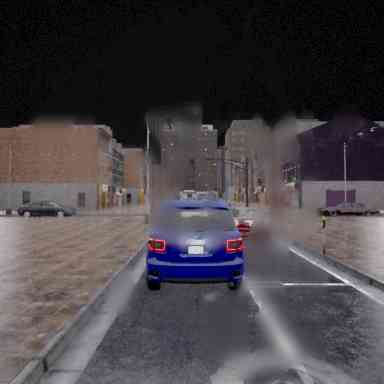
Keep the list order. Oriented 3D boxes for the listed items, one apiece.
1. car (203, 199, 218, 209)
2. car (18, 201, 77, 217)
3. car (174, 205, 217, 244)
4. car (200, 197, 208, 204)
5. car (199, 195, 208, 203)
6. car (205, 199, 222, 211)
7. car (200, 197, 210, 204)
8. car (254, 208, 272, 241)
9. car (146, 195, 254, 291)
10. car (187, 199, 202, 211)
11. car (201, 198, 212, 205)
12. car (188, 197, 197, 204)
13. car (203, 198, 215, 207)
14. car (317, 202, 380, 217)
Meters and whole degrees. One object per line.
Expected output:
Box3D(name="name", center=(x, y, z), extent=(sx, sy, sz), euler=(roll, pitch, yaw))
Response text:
Box3D(name="car", center=(2.719, 1.717, 48.991), extent=(1.947, 1.339, 4.313), euler=(1, 0, 0))
Box3D(name="car", center=(-12.481, 1.533, 28.887), extent=(4.892, 1.490, 1.837), euler=(0, -2, 2))
Box3D(name="car", center=(0.118, 1.500, 16.994), extent=(1.882, 1.535, 5.008), euler=(0, 0, -1))
Box3D(name="car", center=(2.756, 1.911, 76.348), extent=(1.752, 1.417, 4.829), euler=(1, -1, 0))
Box3D(name="car", center=(2.767, 1.755, 81.619), extent=(2.192, 1.841, 5.009), euler=(1, -1, 0))
Box3D(name="car", center=(2.713, 1.684, 43.554), extent=(1.947, 1.339, 4.313), euler=(1, 0, 0))
Box3D(name="car", center=(2.749, 1.858, 70.910), extent=(1.752, 1.417, 4.829), euler=(1, -1, 0))
Box3D(name="car", center=(2.682, 1.462, 16.807), extent=(1.967, 1.590, 4.097), euler=(2, 0, 0))
Box3D(name="car", center=(0.052, 1.230, 9.197), extent=(2.150, 2.045, 5.566), euler=(0, 0, -1))
Box3D(name="car", center=(0.228, 1.638, 42.598), extent=(1.812, 1.442, 4.674), euler=(0, 0, 0))
Box3D(name="car", center=(2.741, 1.846, 65.303), extent=(1.947, 1.339, 4.313), euler=(1, -1, 0))
Box3D(name="car", center=(0.104, 1.931, 78.395), extent=(2.128, 1.511, 4.902), euler=(0, -1, 0))
Box3D(name="car", center=(2.728, 1.716, 54.598), extent=(1.752, 1.417, 4.829), euler=(1, 0, 0))
Box3D(name="car", center=(14.755, 1.621, 31.586), extent=(5.357, 1.411, 2.033), euler=(0, -2, 3))
